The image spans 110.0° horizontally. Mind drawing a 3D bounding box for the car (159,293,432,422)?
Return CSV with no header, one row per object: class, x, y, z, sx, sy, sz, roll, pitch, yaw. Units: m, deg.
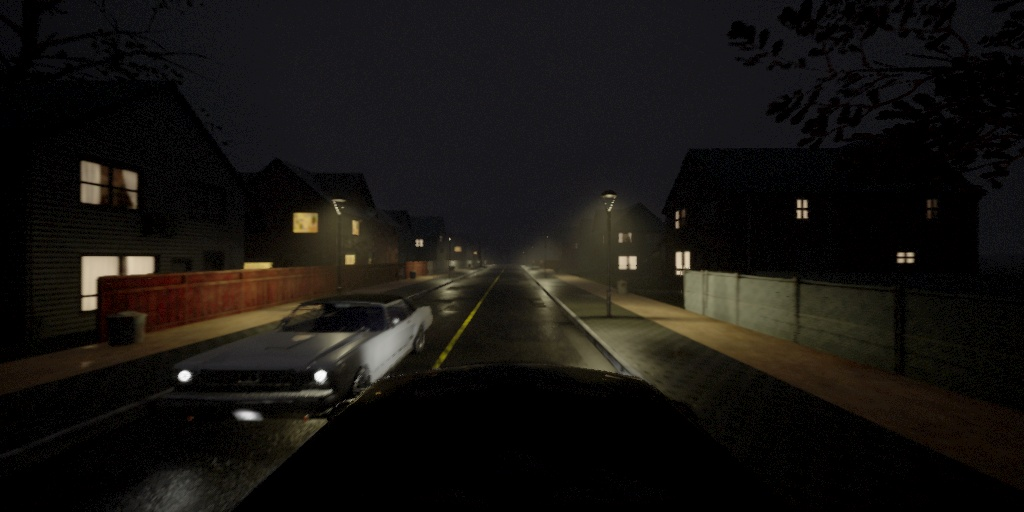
car,-2.750,1.354,5.938,1.895,1.301,4.718,0,0,0
